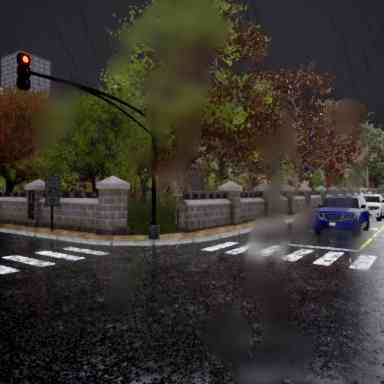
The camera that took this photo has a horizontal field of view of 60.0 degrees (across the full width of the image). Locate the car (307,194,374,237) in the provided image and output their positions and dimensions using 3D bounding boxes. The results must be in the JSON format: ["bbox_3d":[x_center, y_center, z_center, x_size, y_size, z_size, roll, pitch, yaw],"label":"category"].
[{"bbox_3d":[8.414,1.208,18.475,2.150,2.045,5.566,0,0,35],"label":"car"}]

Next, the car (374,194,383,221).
[{"bbox_3d":[14.432,1.202,27.190,2.150,2.045,5.566,0,0,35],"label":"car"}]

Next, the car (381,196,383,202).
[{"bbox_3d":[42.326,1.477,72.162,1.802,1.307,4.206,0,0,35],"label":"car"}]

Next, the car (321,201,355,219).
[{"bbox_3d":[13.271,1.529,30.068,2.008,1.369,4.403,0,0,35],"label":"car"}]

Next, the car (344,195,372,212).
[{"bbox_3d":[19.728,1.285,39.421,2.192,1.841,5.009,0,0,35],"label":"car"}]

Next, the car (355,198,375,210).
[{"bbox_3d":[22.955,1.546,44.098,1.802,1.307,4.206,0,0,35],"label":"car"}]
